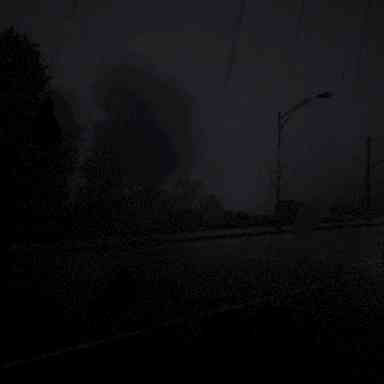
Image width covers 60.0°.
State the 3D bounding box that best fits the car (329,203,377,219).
[{"bbox_3d":[16.850,1.970,34.999,1.837,1.490,4.892,1,1,-32],"label":"car"}]
